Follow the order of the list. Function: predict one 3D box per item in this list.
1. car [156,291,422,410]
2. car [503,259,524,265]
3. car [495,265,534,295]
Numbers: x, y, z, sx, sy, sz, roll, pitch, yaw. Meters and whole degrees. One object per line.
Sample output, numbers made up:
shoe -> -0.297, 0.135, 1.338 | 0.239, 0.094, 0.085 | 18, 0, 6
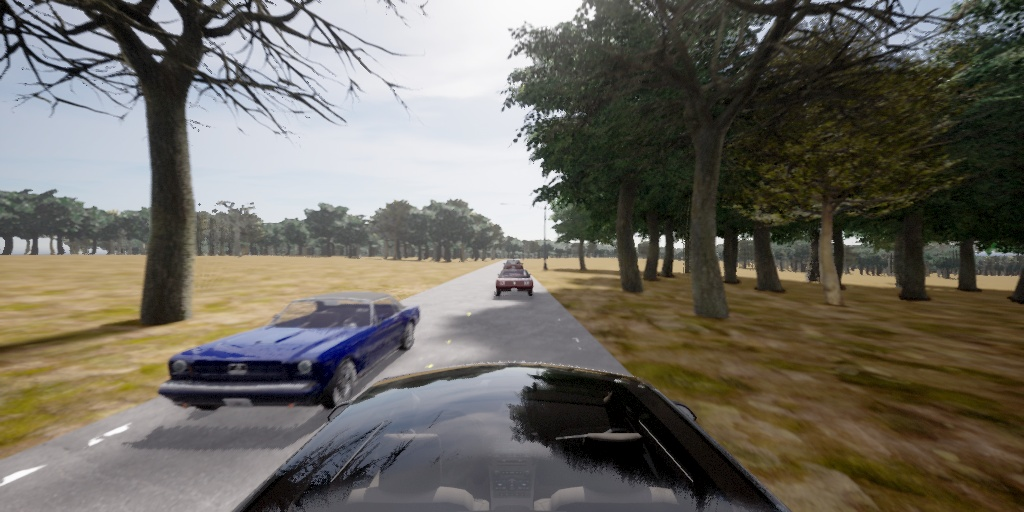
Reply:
car -> -3.076, 1.350, 6.244 | 1.895, 1.301, 4.718 | 0, 0, 0
car -> 0.141, 1.114, 37.376 | 2.097, 1.767, 4.553 | 0, 0, 0
car -> 0.120, 1.352, 19.589 | 1.895, 1.301, 4.718 | 0, 0, 0
